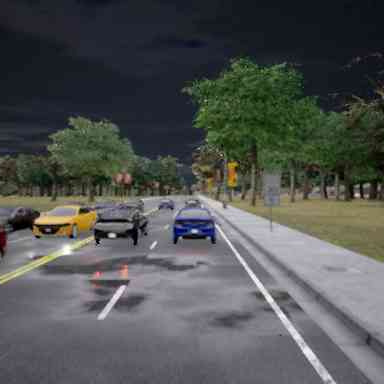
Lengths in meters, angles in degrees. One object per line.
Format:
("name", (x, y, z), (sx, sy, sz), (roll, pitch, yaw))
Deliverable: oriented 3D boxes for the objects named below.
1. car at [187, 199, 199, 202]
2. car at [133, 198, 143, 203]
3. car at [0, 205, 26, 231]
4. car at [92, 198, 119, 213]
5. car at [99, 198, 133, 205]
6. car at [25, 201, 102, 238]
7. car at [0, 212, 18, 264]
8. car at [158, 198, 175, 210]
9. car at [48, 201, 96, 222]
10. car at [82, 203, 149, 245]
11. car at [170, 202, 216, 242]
("car", (0.113, 1.536, 37.463), (1.812, 1.442, 4.674), (0, 0, 0))
("car", (-6.487, 1.515, 37.367), (1.837, 1.490, 4.892), (0, 0, 0))
("car", (-9.834, 1.491, 17.797), (2.128, 1.511, 4.902), (0, 0, 0))
("car", (-9.737, 1.516, 37.784), (1.837, 1.490, 4.892), (0, 0, 0))
("car", (-6.550, 1.495, 27.319), (2.128, 1.511, 4.902), (0, 0, 1))
("car", (-6.588, 1.477, 17.747), (1.882, 1.535, 5.008), (0, 0, 0))
("car", (-6.594, 1.477, 8.167), (1.882, 1.535, 5.008), (0, 0, 0))
("car", (-3.202, 1.539, 42.336), (1.812, 1.442, 4.674), (0, 0, 1))
("car", (-9.796, 1.551, 27.615), (2.033, 1.411, 5.357), (0, 0, 0))
("car", (-3.145, 1.491, 15.532), (2.128, 1.511, 4.902), (0, 0, 0))
("car", (0.106, 1.477, 16.281), (1.882, 1.535, 5.008), (0, 0, 0))
